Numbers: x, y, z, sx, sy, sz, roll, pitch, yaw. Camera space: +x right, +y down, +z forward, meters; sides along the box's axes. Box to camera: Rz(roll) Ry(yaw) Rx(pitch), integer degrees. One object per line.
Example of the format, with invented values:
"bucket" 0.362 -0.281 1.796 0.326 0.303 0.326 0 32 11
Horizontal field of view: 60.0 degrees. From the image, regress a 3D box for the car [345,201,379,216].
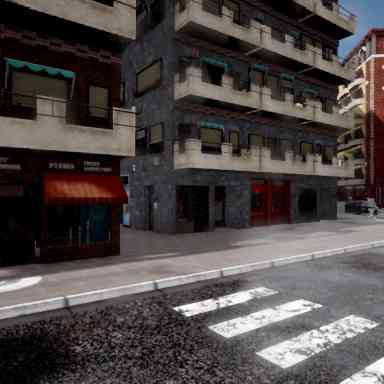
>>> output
"car" 17.438 1.650 34.297 2.128 1.511 4.902 0 0 5
